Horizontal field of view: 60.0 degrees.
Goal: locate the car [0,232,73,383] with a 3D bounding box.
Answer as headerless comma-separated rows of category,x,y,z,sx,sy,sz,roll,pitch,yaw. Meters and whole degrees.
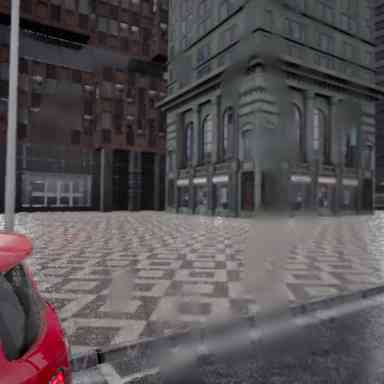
car,-3.281,1.244,1.096,5.566,2.045,2.150,1,-1,-31
